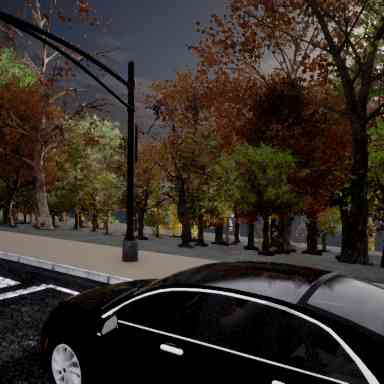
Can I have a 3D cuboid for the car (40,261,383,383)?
[{"bbox_3d":[0.376,1.505,3.406,4.892,1.490,1.837,0,0,36],"label":"car"}]
